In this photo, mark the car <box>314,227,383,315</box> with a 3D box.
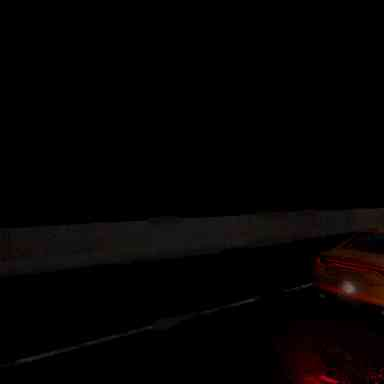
[{"bbox_3d":[4.678,1.480,7.076,5.008,1.535,1.882,0,0,-36],"label":"car"}]
